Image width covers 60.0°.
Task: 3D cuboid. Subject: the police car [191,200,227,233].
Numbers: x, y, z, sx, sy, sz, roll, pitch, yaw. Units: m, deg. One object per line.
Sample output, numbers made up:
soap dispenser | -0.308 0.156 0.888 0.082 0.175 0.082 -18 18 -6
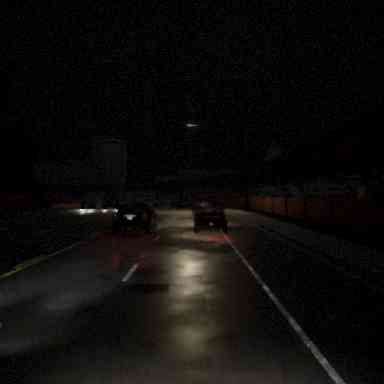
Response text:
police car | 1.055 1.535 20.631 1.930 1.638 5.238 0 0 0

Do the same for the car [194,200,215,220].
car | 1.058 1.619 30.715 1.801 1.575 5.366 0 0 0

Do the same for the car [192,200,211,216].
car | 0.990 1.706 36.747 1.837 1.490 4.892 0 0 -2

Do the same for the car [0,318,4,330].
car | -3.399 1.613 2.218 1.895 1.301 4.718 0 0 0

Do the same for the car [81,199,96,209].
car | -15.953 1.854 51.338 2.128 1.511 4.902 0 -1 -10

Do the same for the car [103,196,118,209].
car | -12.229 1.569 50.491 2.150 2.045 5.566 0 -2 -10

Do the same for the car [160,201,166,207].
car | -7.161 2.677 72.101 1.895 1.301 4.718 1 -3 -21

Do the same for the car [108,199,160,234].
car | -3.395 1.460 20.326 2.097 1.767 4.553 0 0 0

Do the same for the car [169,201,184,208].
car | -2.669 2.118 57.068 1.895 1.301 4.718 0 -2 -13
